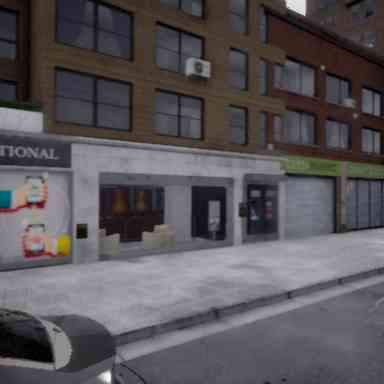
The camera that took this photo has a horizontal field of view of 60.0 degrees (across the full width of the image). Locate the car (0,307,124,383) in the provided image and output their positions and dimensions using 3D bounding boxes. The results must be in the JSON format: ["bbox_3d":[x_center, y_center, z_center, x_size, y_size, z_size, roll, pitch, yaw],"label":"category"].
[{"bbox_3d":[-2.683,1.492,1.466,4.892,1.490,1.837,1,0,-35],"label":"car"}]
